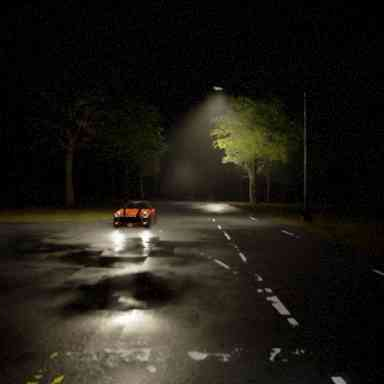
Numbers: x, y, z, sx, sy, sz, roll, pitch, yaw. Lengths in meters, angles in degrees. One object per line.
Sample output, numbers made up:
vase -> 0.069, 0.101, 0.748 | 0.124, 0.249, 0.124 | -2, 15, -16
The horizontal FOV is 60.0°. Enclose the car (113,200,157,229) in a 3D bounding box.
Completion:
car -> -3.470, 1.320, 20.944 | 2.097, 1.767, 4.553 | 1, -1, 0
